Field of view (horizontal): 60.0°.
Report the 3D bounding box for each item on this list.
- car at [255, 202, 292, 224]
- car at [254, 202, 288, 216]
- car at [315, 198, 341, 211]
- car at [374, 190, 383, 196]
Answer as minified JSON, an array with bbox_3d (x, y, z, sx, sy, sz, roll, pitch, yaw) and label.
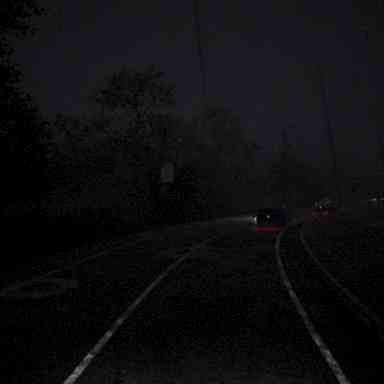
[{"bbox_3d":[6.216,1.519,24.840,1.882,1.535,5.008,-2,-1,25],"label":"car"},{"bbox_3d":[8.561,1.776,35.755,1.895,1.301,4.718,-4,-2,36],"label":"car"},{"bbox_3d":[16.146,1.439,39.668,1.812,1.442,4.674,-5,-2,41],"label":"car"},{"bbox_3d":[37.127,0.296,64.943,4.674,1.442,1.812,-3,-1,-43],"label":"car"}]
